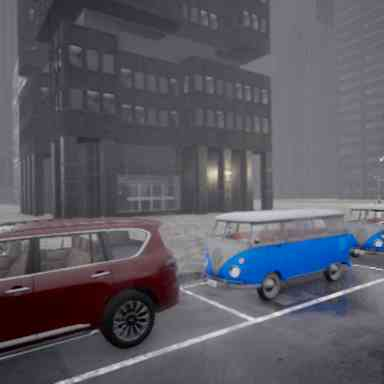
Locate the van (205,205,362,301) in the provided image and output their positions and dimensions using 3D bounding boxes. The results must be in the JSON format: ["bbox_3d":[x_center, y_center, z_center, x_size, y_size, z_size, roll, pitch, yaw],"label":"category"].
[{"bbox_3d":[2.141,1.340,8.077,3.998,1.788,1.690,-1,0,-35],"label":"van"}]

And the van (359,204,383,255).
[{"bbox_3d":[6.807,1.277,11.310,3.998,1.788,1.690,-1,0,-35],"label":"van"}]

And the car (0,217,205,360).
[{"bbox_3d":[-2.526,1.377,4.843,5.009,1.841,2.192,-1,0,-35],"label":"car"}]
